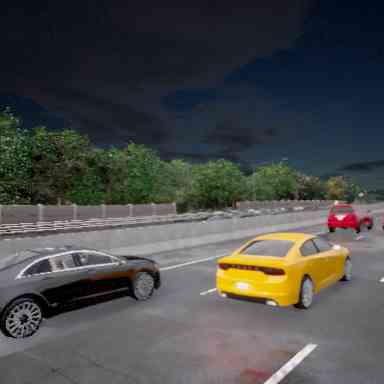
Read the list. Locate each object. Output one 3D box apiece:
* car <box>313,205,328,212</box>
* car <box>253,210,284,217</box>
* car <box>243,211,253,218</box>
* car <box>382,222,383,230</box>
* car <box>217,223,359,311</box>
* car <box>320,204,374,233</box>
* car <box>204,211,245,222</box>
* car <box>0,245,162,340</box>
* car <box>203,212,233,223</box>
[{"bbox_3d":[30.801,3.980,79.616,1.994,1.385,4.181,-5,-4,40],"label":"car"},{"bbox_3d":[10.882,3.200,45.622,2.128,1.511,4.902,-5,-3,41],"label":"car"},{"bbox_3d":[7.244,3.404,46.733,2.128,1.511,4.902,-5,-3,41],"label":"car"},{"bbox_3d":[14.346,2.126,22.469,1.895,1.301,4.718,-5,-3,40],"label":"car"},{"bbox_3d":[2.660,1.820,8.780,1.882,1.535,5.008,-5,-4,40],"label":"car"},{"bbox_3d":[12.042,1.965,25.187,2.150,2.045,5.566,-5,-3,40],"label":"car"},{"bbox_3d":[2.484,2.875,30.406,1.837,1.490,4.892,-5,-3,40],"label":"car"},{"bbox_3d":[-2.841,1.996,7.713,2.128,1.511,4.902,-5,-4,40],"label":"car"},{"bbox_3d":[3.772,3.717,48.039,1.895,1.301,4.718,-5,-3,41],"label":"car"}]
